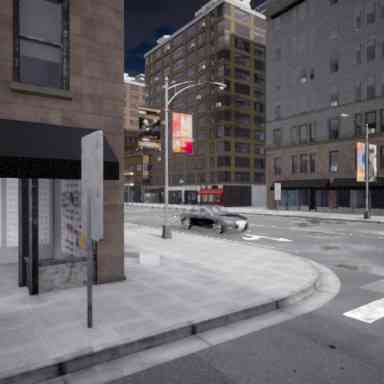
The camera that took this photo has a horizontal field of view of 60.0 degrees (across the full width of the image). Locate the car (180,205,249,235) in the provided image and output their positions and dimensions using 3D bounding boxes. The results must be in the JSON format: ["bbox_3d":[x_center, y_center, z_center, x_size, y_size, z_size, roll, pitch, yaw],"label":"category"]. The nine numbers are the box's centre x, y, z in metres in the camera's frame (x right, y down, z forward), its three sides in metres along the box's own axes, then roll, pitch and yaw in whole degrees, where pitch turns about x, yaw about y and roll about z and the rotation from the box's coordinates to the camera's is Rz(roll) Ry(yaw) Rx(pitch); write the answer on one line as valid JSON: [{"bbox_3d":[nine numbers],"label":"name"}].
[{"bbox_3d":[1.167,1.521,19.316,2.128,1.511,4.902,0,0,-36],"label":"car"}]
